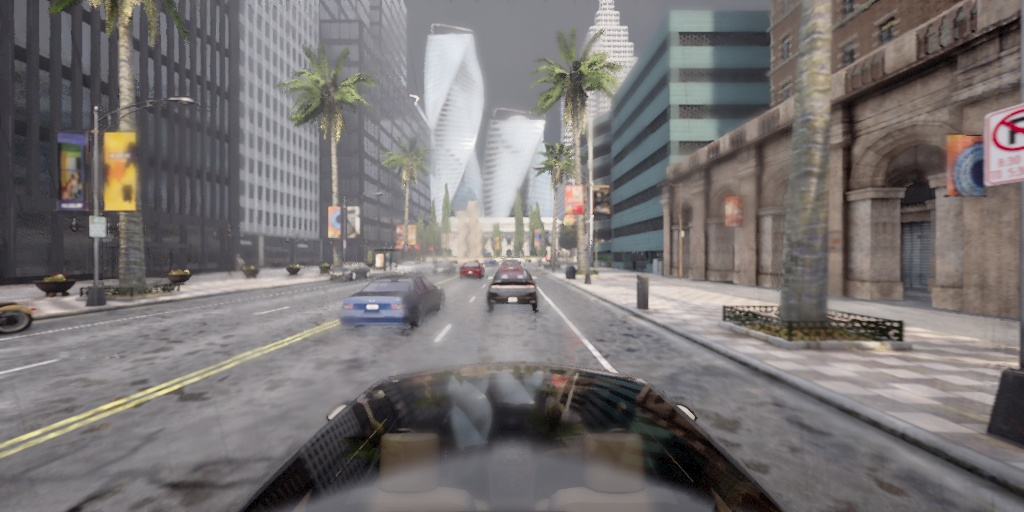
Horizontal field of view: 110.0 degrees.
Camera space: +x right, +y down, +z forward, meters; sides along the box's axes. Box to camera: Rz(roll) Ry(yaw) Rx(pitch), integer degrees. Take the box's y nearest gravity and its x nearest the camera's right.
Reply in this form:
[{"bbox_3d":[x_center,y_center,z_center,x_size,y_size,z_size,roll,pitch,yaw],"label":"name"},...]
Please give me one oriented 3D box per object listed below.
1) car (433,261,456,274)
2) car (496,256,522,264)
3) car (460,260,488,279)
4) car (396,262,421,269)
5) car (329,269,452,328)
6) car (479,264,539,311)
[{"bbox_3d":[-7.296,1.271,38.774,2.128,1.511,4.902,0,0,0],"label":"car"},{"bbox_3d":[-0.068,1.120,31.203,2.097,1.767,4.553,0,0,0],"label":"car"},{"bbox_3d":[-3.576,1.250,32.997,1.882,1.535,5.008,0,0,0],"label":"car"},{"bbox_3d":[-10.792,1.307,37.621,1.812,1.442,4.674,0,0,0],"label":"car"},{"bbox_3d":[-3.461,1.307,11.377,2.033,1.411,5.357,0,0,0],"label":"car"},{"bbox_3d":[0.026,1.251,14.453,2.128,1.511,4.902,0,0,0],"label":"car"}]
